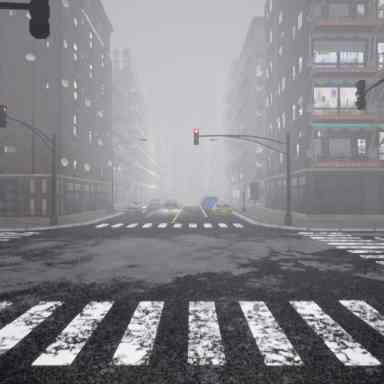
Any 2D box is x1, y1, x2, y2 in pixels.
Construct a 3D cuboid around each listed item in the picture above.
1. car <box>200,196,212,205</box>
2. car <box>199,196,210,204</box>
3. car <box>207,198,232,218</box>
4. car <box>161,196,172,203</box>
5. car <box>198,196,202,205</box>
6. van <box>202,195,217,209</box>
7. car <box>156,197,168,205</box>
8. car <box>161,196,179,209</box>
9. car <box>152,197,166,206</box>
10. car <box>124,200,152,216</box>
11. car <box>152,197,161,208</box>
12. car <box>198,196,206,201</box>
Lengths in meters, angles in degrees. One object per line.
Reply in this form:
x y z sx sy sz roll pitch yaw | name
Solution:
2.476 1.486 61.040 1.967 1.590 4.097 1 0 0 | car
2.466 1.604 66.696 2.008 1.369 4.403 1 0 0 | car
2.655 1.538 30.241 1.752 1.417 4.829 1 0 0 | car
-5.424 1.613 72.288 2.008 1.369 4.403 1 0 0 | car
2.496 1.347 49.728 2.192 1.841 5.009 1 0 0 | car
2.537 1.366 44.074 1.690 1.788 3.998 1 0 0 | van
-5.406 1.628 60.972 1.802 1.307 4.206 1 0 0 | car
-2.825 1.620 45.687 1.895 1.301 4.718 0 0 0 | car
-5.395 1.564 55.144 1.752 1.417 4.829 1 0 0 | car
-5.489 1.565 32.683 2.008 1.369 4.403 1 0 0 | car
-5.387 1.614 49.657 1.802 1.307 4.206 1 0 0 | car
2.438 1.627 83.664 1.887 1.381 4.507 1 0 0 | car
